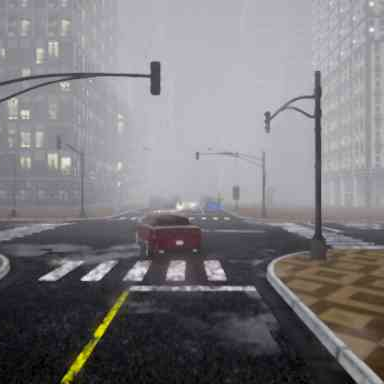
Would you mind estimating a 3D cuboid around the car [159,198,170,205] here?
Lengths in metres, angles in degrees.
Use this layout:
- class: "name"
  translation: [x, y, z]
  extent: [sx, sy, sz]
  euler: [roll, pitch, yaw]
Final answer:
- class: "car"
  translation: [-5.717, 1.926, 68.951]
  extent: [1.947, 1.339, 4.313]
  euler: [0, 0, 0]

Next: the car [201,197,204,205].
- class: "car"
  translation: [2.606, 1.791, 46.767]
  extent: [1.887, 1.381, 4.507]
  euler: [0, 0, 0]

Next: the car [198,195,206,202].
- class: "car"
  translation: [2.745, 1.788, 91.080]
  extent: [2.192, 1.841, 5.009]
  euler: [0, 0, 0]

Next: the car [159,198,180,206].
- class: "car"
  translation: [-3.196, 1.849, 47.213]
  extent: [1.895, 1.301, 4.718]
  euler: [0, 0, 0]

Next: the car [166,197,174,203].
- class: "car"
  translation: [-5.657, 2.027, 85.569]
  extent: [1.802, 1.307, 4.206]
  euler: [0, 0, 0]

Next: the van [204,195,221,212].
- class: "van"
  translation: [2.678, 1.558, 41.230]
  extent: [1.690, 1.788, 3.998]
  euler: [0, 0, 0]

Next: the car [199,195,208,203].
- class: "car"
  translation: [2.704, 1.732, 80.002]
  extent: [2.192, 1.841, 5.009]
  euler: [0, 0, 0]

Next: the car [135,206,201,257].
- class: "car"
  translation: [-1.119, 1.550, 13.504]
  extent: [1.882, 1.535, 5.008]
  euler: [1, 0, -16]

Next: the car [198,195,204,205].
- class: "car"
  translation: [2.664, 1.676, 68.922]
  extent: [2.192, 1.841, 5.009]
  euler: [0, 0, 0]

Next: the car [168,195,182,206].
- class: "car"
  translation: [-3.075, 1.553, 63.390]
  extent: [2.150, 2.045, 5.566]
  euler: [0, 0, 1]

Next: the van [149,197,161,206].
- class: "van"
  translation: [-5.776, 1.616, 52.335]
  extent: [1.690, 1.788, 3.998]
  euler: [0, 0, 0]

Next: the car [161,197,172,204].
- class: "car"
  translation: [-5.697, 1.940, 74.490]
  extent: [2.008, 1.369, 4.403]
  euler: [0, 0, 0]
